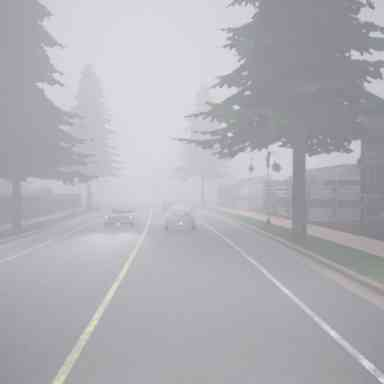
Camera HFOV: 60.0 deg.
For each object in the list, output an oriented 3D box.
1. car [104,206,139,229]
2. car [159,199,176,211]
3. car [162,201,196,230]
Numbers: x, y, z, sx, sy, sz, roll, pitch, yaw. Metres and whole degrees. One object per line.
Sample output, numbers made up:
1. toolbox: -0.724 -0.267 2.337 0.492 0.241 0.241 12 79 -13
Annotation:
1. car: -4.584 1.612 22.058 1.895 1.301 4.718 0 0 -5
2. car: -2.598 1.502 37.671 2.128 1.511 4.902 0 0 -8
3. car: -0.802 1.531 20.973 1.812 1.442 4.674 0 0 -4
